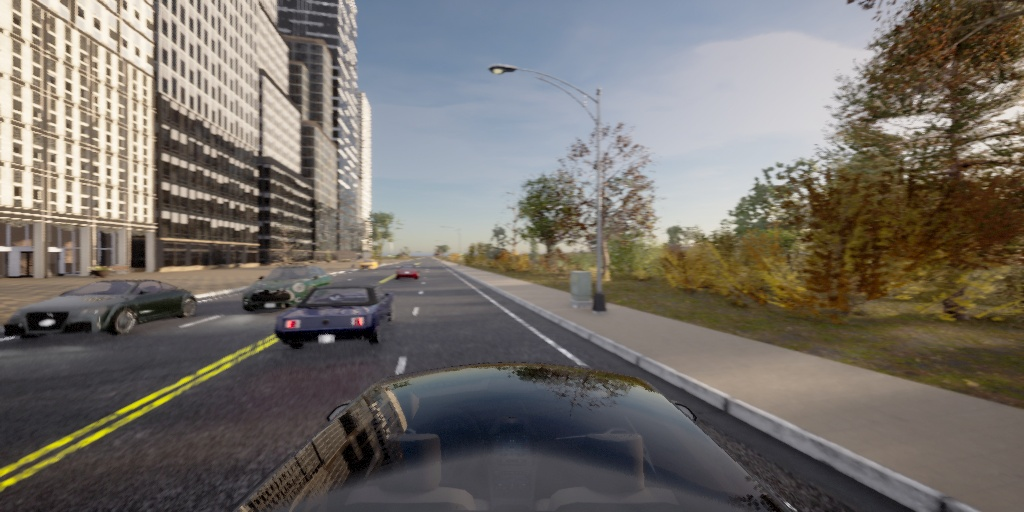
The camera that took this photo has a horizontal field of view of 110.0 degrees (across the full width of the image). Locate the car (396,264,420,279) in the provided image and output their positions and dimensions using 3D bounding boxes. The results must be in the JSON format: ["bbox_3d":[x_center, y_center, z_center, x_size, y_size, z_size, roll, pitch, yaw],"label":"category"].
[{"bbox_3d":[-9.637,1.418,33.327,1.994,1.385,4.181,0,0,-13],"label":"car"}]

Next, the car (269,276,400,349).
[{"bbox_3d":[-4.229,1.383,9.410,1.895,1.301,4.718,0,0,-13],"label":"car"}]

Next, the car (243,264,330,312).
[{"bbox_3d":[-8.978,1.164,14.791,2.097,1.767,4.553,0,0,-13],"label":"car"}]

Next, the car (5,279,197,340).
[{"bbox_3d":[-11.303,1.375,10.330,1.994,1.385,4.181,0,0,-13],"label":"car"}]

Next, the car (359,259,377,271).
[{"bbox_3d":[-20.402,1.219,51.008,1.882,1.535,5.008,0,0,-13],"label":"car"}]
